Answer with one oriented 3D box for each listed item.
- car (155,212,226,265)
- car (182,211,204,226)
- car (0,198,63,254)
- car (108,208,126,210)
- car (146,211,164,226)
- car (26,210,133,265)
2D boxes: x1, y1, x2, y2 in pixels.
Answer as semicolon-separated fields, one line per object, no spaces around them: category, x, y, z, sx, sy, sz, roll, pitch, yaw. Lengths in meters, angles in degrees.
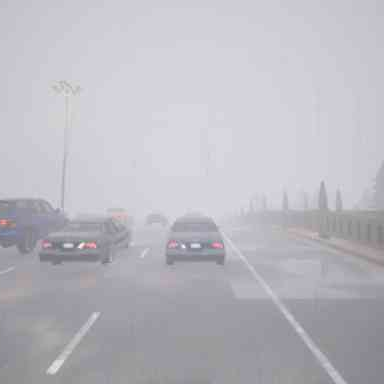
car;0.094;1.552;11.646;2.033;1.411;5.357;0;-1;0
car;0.084;2.620;32.729;1.994;1.385;4.181;0;-5;0
car;-6.907;1.251;13.593;2.150;2.045;5.566;0;-1;0
car;-6.916;2.307;31.578;2.097;1.767;4.553;0;-5;0
car;-3.416;2.614;33.084;1.812;1.442;4.674;0;-5;0
car;-3.406;1.552;11.668;2.033;1.411;5.357;0;-1;0
